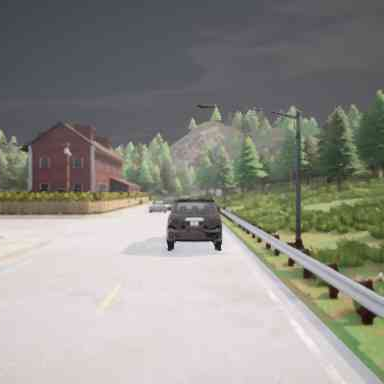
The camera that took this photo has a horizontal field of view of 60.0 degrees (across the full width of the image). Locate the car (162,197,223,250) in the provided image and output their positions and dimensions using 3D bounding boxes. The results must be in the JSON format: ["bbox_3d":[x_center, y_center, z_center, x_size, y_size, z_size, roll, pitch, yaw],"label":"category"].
[{"bbox_3d":[0.092,1.233,14.601,2.150,2.045,5.566,0,0,0],"label":"car"}]

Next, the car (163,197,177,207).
[{"bbox_3d":[-3.554,1.547,54.610,1.837,1.490,4.892,0,0,0],"label":"car"}]

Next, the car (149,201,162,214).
[{"bbox_3d":[-3.596,1.628,36.479,1.895,1.301,4.718,0,0,0],"label":"car"}]
